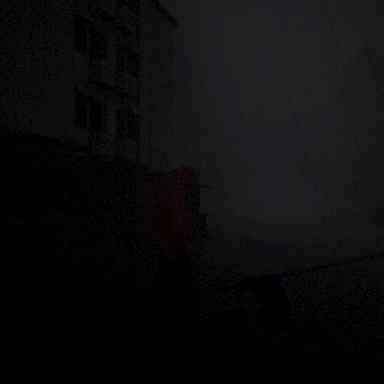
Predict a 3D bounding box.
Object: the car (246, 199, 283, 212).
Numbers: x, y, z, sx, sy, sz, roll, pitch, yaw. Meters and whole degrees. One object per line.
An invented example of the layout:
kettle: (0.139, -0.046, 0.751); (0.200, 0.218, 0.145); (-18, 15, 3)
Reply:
car: (8.139, 1.525, 37.909); (1.812, 1.442, 4.674); (0, 0, -36)
